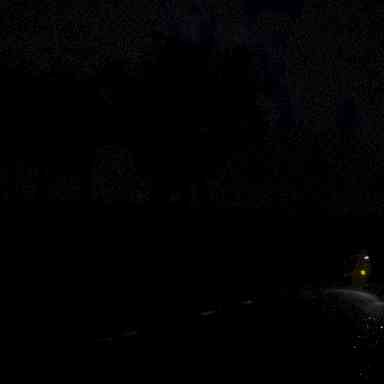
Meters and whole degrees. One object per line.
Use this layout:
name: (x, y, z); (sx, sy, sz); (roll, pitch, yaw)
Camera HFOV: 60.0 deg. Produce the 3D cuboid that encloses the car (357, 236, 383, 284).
car: (6.139, 1.658, 8.724); (4.181, 1.385, 1.994); (1, 0, -38)
